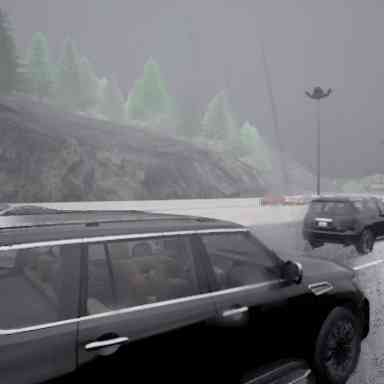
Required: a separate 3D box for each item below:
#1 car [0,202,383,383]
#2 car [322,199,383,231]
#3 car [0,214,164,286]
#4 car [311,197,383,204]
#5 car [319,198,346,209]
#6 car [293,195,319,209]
[{"bbox_3d":[-0.328,1.228,3.614,5.566,2.045,2.150,0,0,-36],"label":"car"},{"bbox_3d":[10.535,1.374,21.595,4.553,1.767,2.097,0,0,-42],"label":"car"},{"bbox_3d":[-3.338,1.546,10.111,4.674,1.442,1.812,0,0,-37],"label":"car"},{"bbox_3d":[6.749,1.236,13.605,5.566,2.045,2.150,0,0,-40],"label":"car"},{"bbox_3d":[19.738,1.598,46.520,2.033,1.411,5.357,0,0,40],"label":"car"},{"bbox_3d":[16.656,1.410,48.350,2.097,1.767,4.553,0,0,40],"label":"car"}]
